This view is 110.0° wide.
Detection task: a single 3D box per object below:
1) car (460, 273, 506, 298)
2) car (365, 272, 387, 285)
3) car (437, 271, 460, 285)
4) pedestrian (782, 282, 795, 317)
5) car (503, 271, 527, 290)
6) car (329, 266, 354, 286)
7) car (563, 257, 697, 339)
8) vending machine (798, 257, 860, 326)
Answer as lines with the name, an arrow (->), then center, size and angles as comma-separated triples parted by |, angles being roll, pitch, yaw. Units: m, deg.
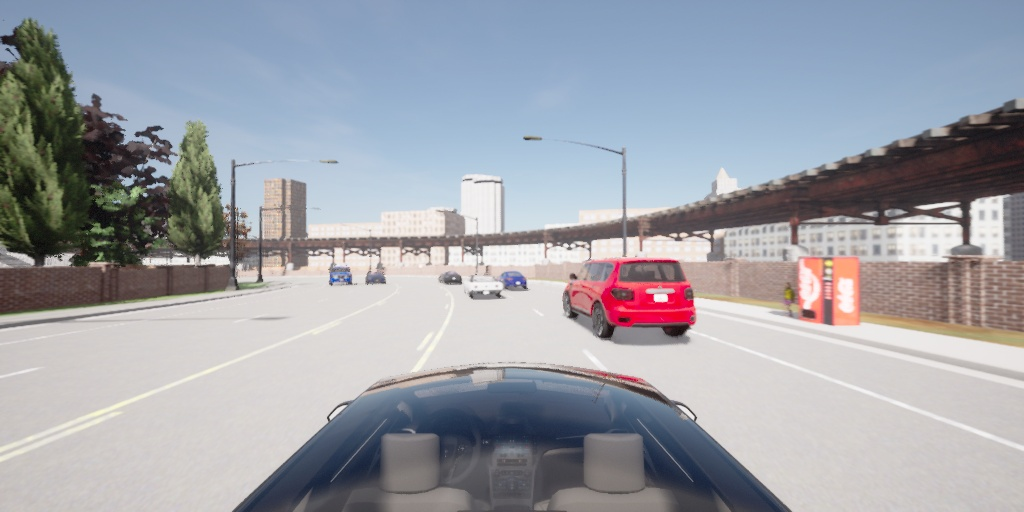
car -> -1.915, 1.828, 22.232 | 1.895, 1.301, 4.718 | 0, -2, -12
car -> -15.023, 2.457, 39.518 | 1.994, 1.385, 4.181 | 0, -2, -25
car -> -6.742, 2.326, 38.811 | 1.994, 1.385, 4.181 | 0, -2, -22
pedestrian -> 8.788, 1.364, 11.283 | 0.500, 1.100, 0.500 | -1, -1, -5
car -> -0.088, 1.923, 28.938 | 1.812, 1.442, 4.674 | 0, -2, -14
car -> -18.375, 2.140, 38.655 | 2.150, 2.045, 5.566 | 0, -2, -25
car -> 3.096, 1.088, 10.666 | 2.150, 2.045, 5.566 | 0, -1, -5
vending machine -> 9.059, 1.016, 10.297 | 1.100, 2.100, 0.880 | 0, 0, -5
